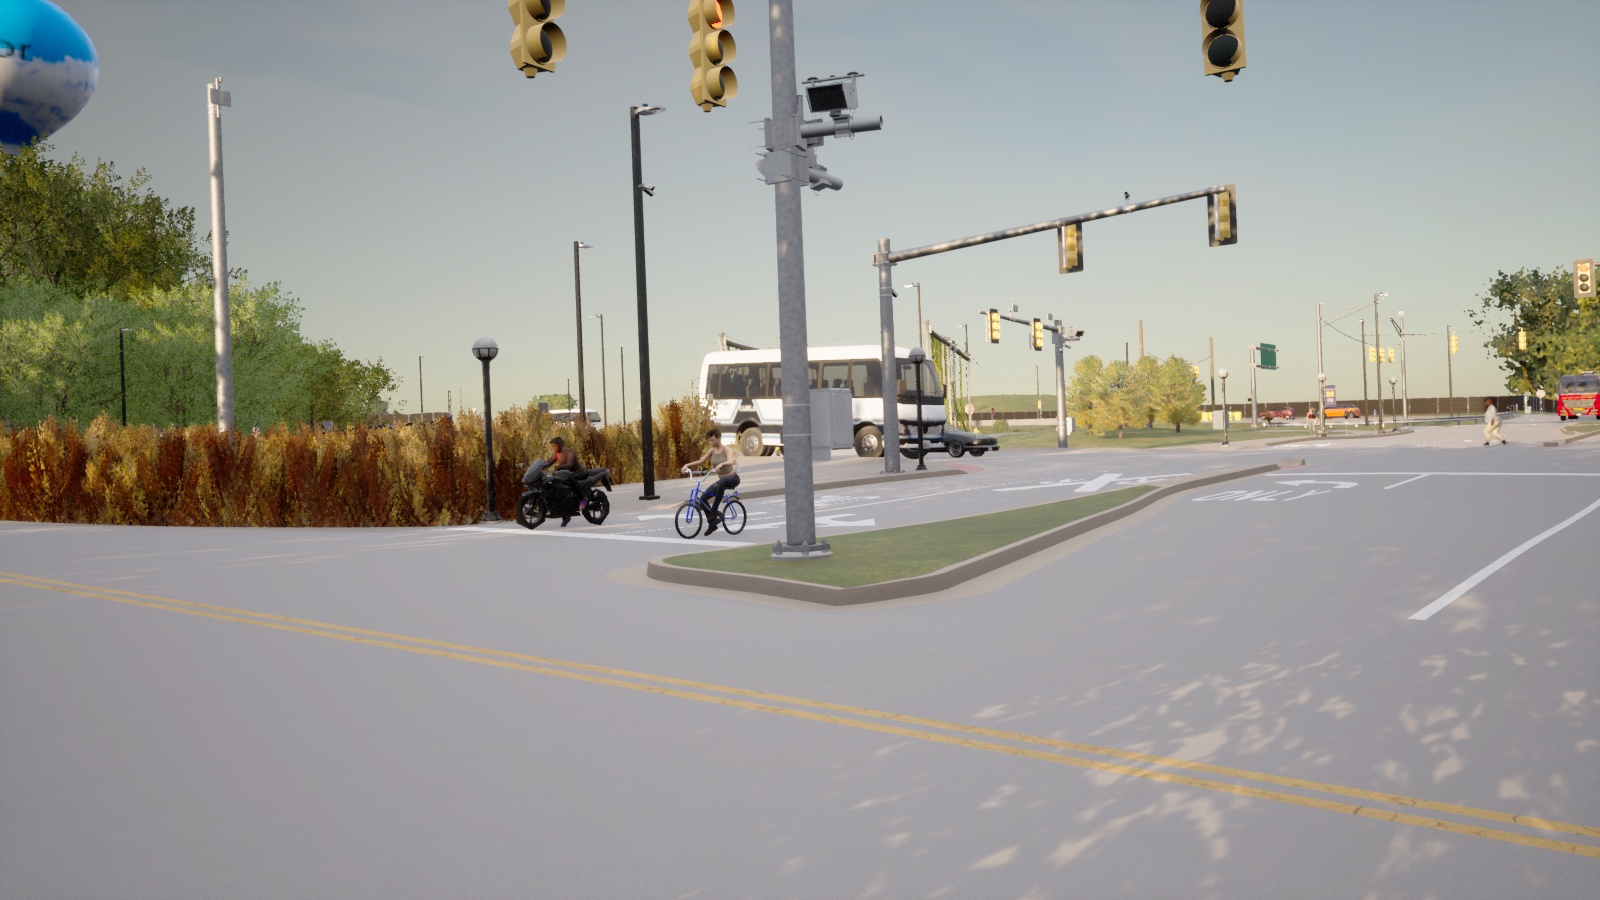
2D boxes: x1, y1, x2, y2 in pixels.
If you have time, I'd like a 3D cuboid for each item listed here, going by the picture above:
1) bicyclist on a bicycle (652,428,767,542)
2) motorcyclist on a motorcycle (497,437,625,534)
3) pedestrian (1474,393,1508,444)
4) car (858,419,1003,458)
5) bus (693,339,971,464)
[{"bbox_3d":[-1.332,0.496,18.663,0.866,1.612,1.509,-1,0,41],"label":"bicyclist on a bicycle"},{"bbox_3d":[-3.962,0.558,20.980,0.797,1.523,2.044,-1,0,39],"label":"motorcyclist on a motorcycle"},{"bbox_3d":[26.106,-1.180,47.432,0.900,1.855,0.874,-3,0,40],"label":"pedestrian"},{"bbox_3d":[5.056,-0.438,49.106,5.357,1.411,2.033,0,1,37],"label":"car"},{"bbox_3d":[1.004,-1.758,47.459,10.273,4.253,3.944,1,2,40],"label":"bus"}]
